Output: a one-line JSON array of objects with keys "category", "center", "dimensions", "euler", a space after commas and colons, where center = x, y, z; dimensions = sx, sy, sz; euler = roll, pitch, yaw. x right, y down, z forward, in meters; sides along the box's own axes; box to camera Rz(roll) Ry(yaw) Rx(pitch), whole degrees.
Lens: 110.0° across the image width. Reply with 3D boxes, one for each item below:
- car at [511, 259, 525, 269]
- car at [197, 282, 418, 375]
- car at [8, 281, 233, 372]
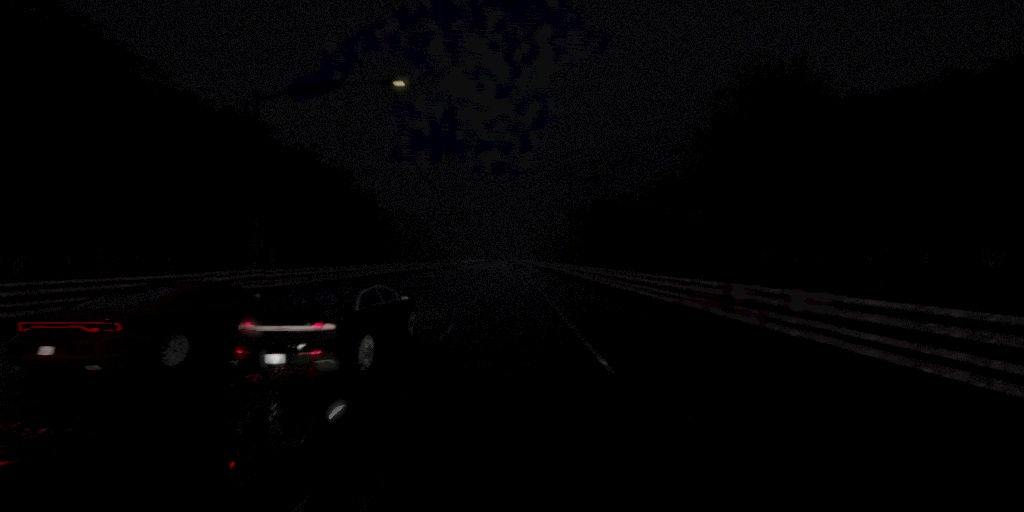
[{"category": "car", "center": [1.220, 1.638, 64.118], "dimensions": [1.812, 1.442, 4.674], "euler": [0, 0, 0]}, {"category": "car", "center": [-3.403, 1.281, 7.579], "dimensions": [2.128, 1.511, 4.902], "euler": [0, 0, 0]}, {"category": "car", "center": [-6.901, 1.268, 7.790], "dimensions": [1.882, 1.535, 5.008], "euler": [0, 0, 0]}]
